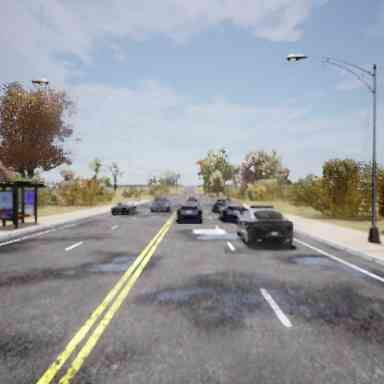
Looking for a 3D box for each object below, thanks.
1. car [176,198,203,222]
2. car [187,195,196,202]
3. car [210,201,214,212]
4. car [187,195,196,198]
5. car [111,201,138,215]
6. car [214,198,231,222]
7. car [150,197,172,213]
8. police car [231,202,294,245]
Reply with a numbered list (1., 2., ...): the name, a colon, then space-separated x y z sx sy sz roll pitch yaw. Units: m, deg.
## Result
1. car: -0.177 1.488 26.462 2.163 1.488 4.792 0 0 1
2. car: -0.130 1.452 74.577 2.033 1.411 5.357 0 0 0
3. car: 3.189 1.476 37.505 1.837 1.490 4.892 0 0 0
4. car: -0.021 1.470 56.220 1.812 1.442 4.674 0 0 0
5. car: -6.652 1.579 32.856 1.895 1.301 4.718 0 0 0
6. car: 3.209 1.488 26.534 2.163 1.488 4.792 0 0 0
7. car: -3.407 1.326 36.754 2.097 1.767 4.553 0 0 0
8. police car: 3.229 1.418 15.614 1.930 1.638 5.238 0 0 0
